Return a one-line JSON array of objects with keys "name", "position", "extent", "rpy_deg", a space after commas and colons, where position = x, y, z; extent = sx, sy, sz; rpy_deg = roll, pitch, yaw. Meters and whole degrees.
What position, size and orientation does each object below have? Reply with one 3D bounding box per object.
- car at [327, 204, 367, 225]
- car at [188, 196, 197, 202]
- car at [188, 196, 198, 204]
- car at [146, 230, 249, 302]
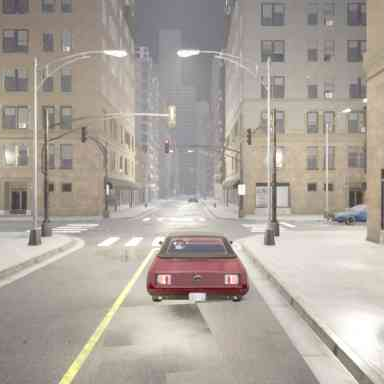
[{"name": "car", "position": [12.198, 1.512, 22.804], "extent": [5.357, 1.411, 2.033], "rpy_deg": [0, 0, 3]}, {"name": "car", "position": [0.098, 1.566, 75.127], "extent": [1.895, 1.301, 4.718], "rpy_deg": [0, 0, 0]}, {"name": "car", "position": [0.180, 1.507, 65.198], "extent": [1.812, 1.442, 4.674], "rpy_deg": [0, 0, 0]}, {"name": "car", "position": [0.093, 1.601, 8.214], "extent": [1.895, 1.301, 4.718], "rpy_deg": [0, 0, 0]}]
